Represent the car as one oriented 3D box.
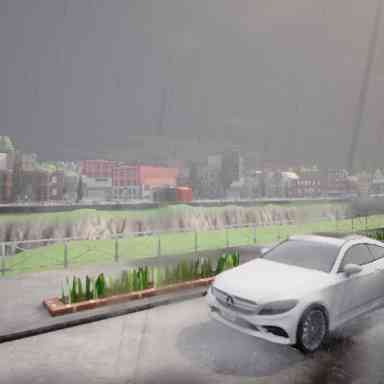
[{"bbox_3d":[2.426,1.526,6.225,4.674,1.442,1.812,0,0,-36],"label":"car"}]
